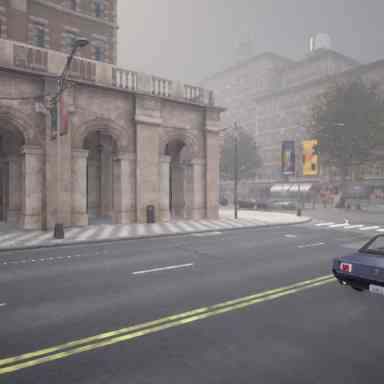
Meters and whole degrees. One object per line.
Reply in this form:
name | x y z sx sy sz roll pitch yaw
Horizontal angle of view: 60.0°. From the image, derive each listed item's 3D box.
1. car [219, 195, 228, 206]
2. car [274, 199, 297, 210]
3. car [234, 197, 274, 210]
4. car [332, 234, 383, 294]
car | 3.502 1.223 54.379 2.150 2.045 5.566 0 0 -36
car | 11.332 1.601 43.552 1.895 1.301 4.718 0 0 -36
car | 7.589 1.478 42.756 1.882 1.535 5.008 0 0 -36
car | 5.399 1.601 7.739 4.718 1.301 1.895 0 0 -36
